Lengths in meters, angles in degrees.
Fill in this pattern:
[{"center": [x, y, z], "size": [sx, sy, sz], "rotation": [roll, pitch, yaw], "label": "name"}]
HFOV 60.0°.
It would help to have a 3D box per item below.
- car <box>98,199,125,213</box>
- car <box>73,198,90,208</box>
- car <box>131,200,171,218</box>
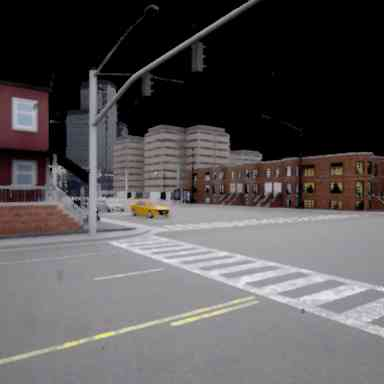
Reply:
[{"center": [-9.336, 1.566, 38.243], "size": [1.812, 1.442, 4.674], "rotation": [0, 0, -36], "label": "car"}, {"center": [-15.349, 1.532, 46.701], "size": [2.128, 1.511, 4.902], "rotation": [0, 0, -35], "label": "car"}, {"center": [-3.841, 1.518, 30.506], "size": [1.882, 1.535, 5.008], "rotation": [0, 0, -36], "label": "car"}]
